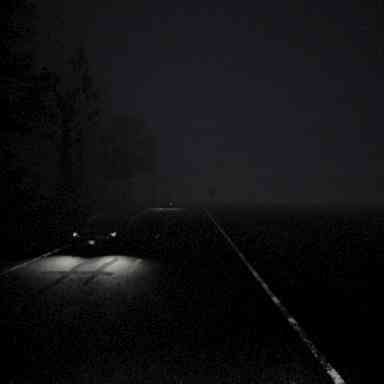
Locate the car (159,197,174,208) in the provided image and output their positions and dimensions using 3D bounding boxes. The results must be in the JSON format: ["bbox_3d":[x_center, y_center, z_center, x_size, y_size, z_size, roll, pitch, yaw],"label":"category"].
[{"bbox_3d":[-3.572,1.552,48.169,1.837,1.490,4.892,0,0,0],"label":"car"}]

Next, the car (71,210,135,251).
[{"bbox_3d":[-3.602,1.544,14.274,1.812,1.442,4.674,0,0,0],"label":"car"}]
